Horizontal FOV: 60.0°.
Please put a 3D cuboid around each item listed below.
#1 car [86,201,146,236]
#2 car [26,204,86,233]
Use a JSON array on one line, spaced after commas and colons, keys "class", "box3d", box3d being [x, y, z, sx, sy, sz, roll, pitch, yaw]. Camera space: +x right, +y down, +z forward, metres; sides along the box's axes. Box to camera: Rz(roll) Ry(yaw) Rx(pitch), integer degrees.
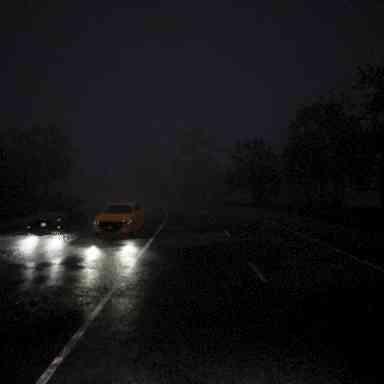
[{"class": "car", "box3d": [-3.567, 1.264, 16.991, 1.882, 1.535, 5.008, 0, 1, 0]}, {"class": "car", "box3d": [-7.066, 1.339, 17.825, 1.994, 1.385, 4.181, 0, 1, 0]}]
